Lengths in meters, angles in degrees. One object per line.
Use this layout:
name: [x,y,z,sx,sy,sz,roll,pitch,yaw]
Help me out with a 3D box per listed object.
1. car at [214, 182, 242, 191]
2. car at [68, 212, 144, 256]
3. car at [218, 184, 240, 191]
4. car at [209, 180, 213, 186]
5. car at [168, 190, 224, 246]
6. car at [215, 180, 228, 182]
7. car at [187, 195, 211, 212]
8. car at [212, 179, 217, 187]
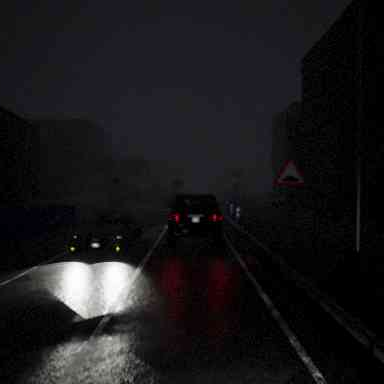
car: [8.165,-0.846,71.980,5.366,1.575,1.946,0,3,-1]
car: [-3.022,1.448,12.404,1.994,1.385,4.181,0,1,1]
car: [8.327,-0.964,74.737,4.674,1.452,2.002,0,3,-1]
car: [8.109,-1.995,93.999,4.792,1.488,2.163,0,3,-1]
car: [0.130,1.071,14.736,2.150,2.045,5.566,0,1,0]
car: [8.266,-1.286,77.478,4.553,1.767,2.185,0,3,-1]
car: [0.776,1.074,32.351,1.895,1.301,4.718,0,2,7]
car: [8.300,-1.564,80.223,5.566,2.045,2.435,0,3,-1]
